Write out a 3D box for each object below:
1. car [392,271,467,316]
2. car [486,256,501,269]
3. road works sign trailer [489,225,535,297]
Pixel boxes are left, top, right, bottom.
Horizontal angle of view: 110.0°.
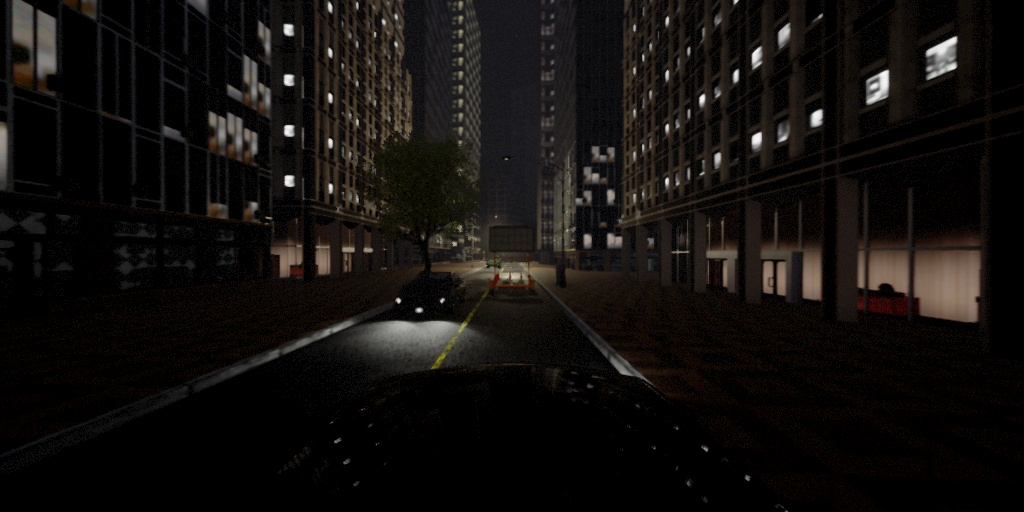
[{"bbox_3d":[-2.852,1.285,13.684,2.033,1.411,5.357,0,0,0],"label":"car"},{"bbox_3d":[-2.810,0.950,55.277,2.150,2.045,5.566,0,0,1],"label":"car"},{"bbox_3d":[-0.002,0.196,18.729,2.380,3.560,2.880,0,0,0],"label":"road works sign trailer"}]
